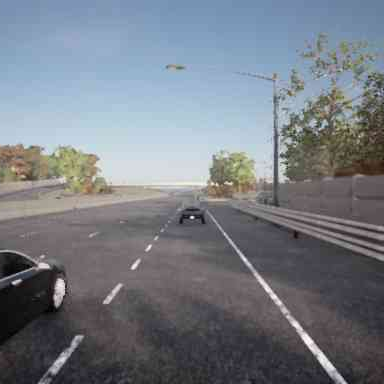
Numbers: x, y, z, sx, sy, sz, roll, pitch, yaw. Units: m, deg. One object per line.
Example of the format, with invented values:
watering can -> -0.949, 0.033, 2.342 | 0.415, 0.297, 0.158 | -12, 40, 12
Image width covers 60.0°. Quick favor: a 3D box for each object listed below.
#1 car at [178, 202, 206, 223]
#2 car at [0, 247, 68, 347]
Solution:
car -> 0.019, 1.523, 25.726 | 1.837, 1.490, 4.892 | 0, 0, 0
car -> -3.397, 1.506, 4.759 | 1.837, 1.490, 4.892 | 0, 0, 0
